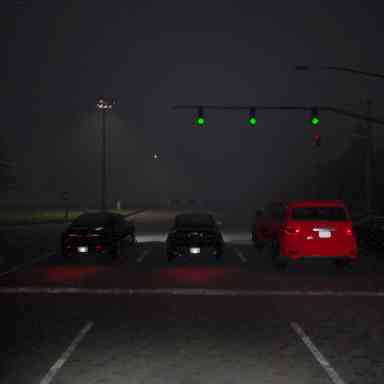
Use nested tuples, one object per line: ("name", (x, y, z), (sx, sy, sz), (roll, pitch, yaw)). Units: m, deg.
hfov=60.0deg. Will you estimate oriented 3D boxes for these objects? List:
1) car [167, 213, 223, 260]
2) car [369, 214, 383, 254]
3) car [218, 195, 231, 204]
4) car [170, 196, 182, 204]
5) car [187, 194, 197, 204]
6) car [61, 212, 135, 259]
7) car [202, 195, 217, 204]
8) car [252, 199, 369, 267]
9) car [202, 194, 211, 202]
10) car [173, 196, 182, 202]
("car", (0.098, 1.547, 12.594), (1.837, 1.490, 4.892), (0, 0, 0))
("car", (7.098, 1.531, 11.781), (2.128, 1.511, 4.902), (0, 0, 0))
("car", (7.005, 1.724, 69.736), (1.837, 1.490, 4.892), (0, 0, 0))
("car", (-3.495, 1.750, 70.153), (1.812, 1.442, 4.674), (0, 0, 0))
("car", (0.005, 1.749, 69.737), (2.128, 1.511, 4.902), (0, 0, 0))
("car", (-3.401, 1.548, 12.790), (1.837, 1.490, 4.892), (0, 0, 0))
("car", (3.505, 1.581, 70.124), (2.097, 1.767, 4.553), (0, 0, 0))
("car", (3.597, 1.260, 11.685), (2.150, 2.045, 5.566), (0, 0, 0))
("car", (3.506, 1.454, 80.127), (2.097, 1.767, 4.553), (0, 0, 0))
("car", (-3.494, 1.695, 80.187), (1.895, 1.301, 4.718), (0, 0, 0))
